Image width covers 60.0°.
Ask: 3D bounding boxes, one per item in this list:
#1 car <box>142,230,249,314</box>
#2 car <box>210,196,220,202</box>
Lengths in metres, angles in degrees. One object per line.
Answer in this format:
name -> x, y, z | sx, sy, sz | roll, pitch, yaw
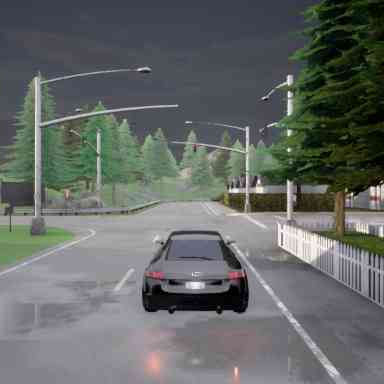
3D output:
car -> 0.075, 1.564, 7.686 | 1.994, 1.385, 4.181 | 0, 0, 1
car -> 6.703, 1.524, 72.905 | 5.357, 1.411, 2.033 | 0, 0, -22
